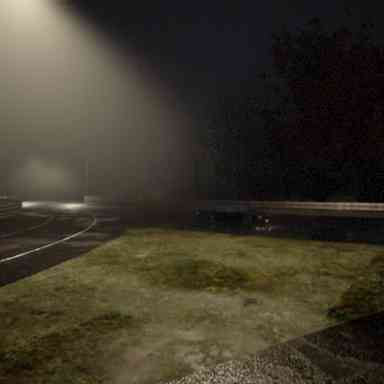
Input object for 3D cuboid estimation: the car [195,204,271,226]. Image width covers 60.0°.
[{"bbox_3d":[2.814,1.539,23.642,5.357,1.411,2.033,0,0,35],"label":"car"}]
